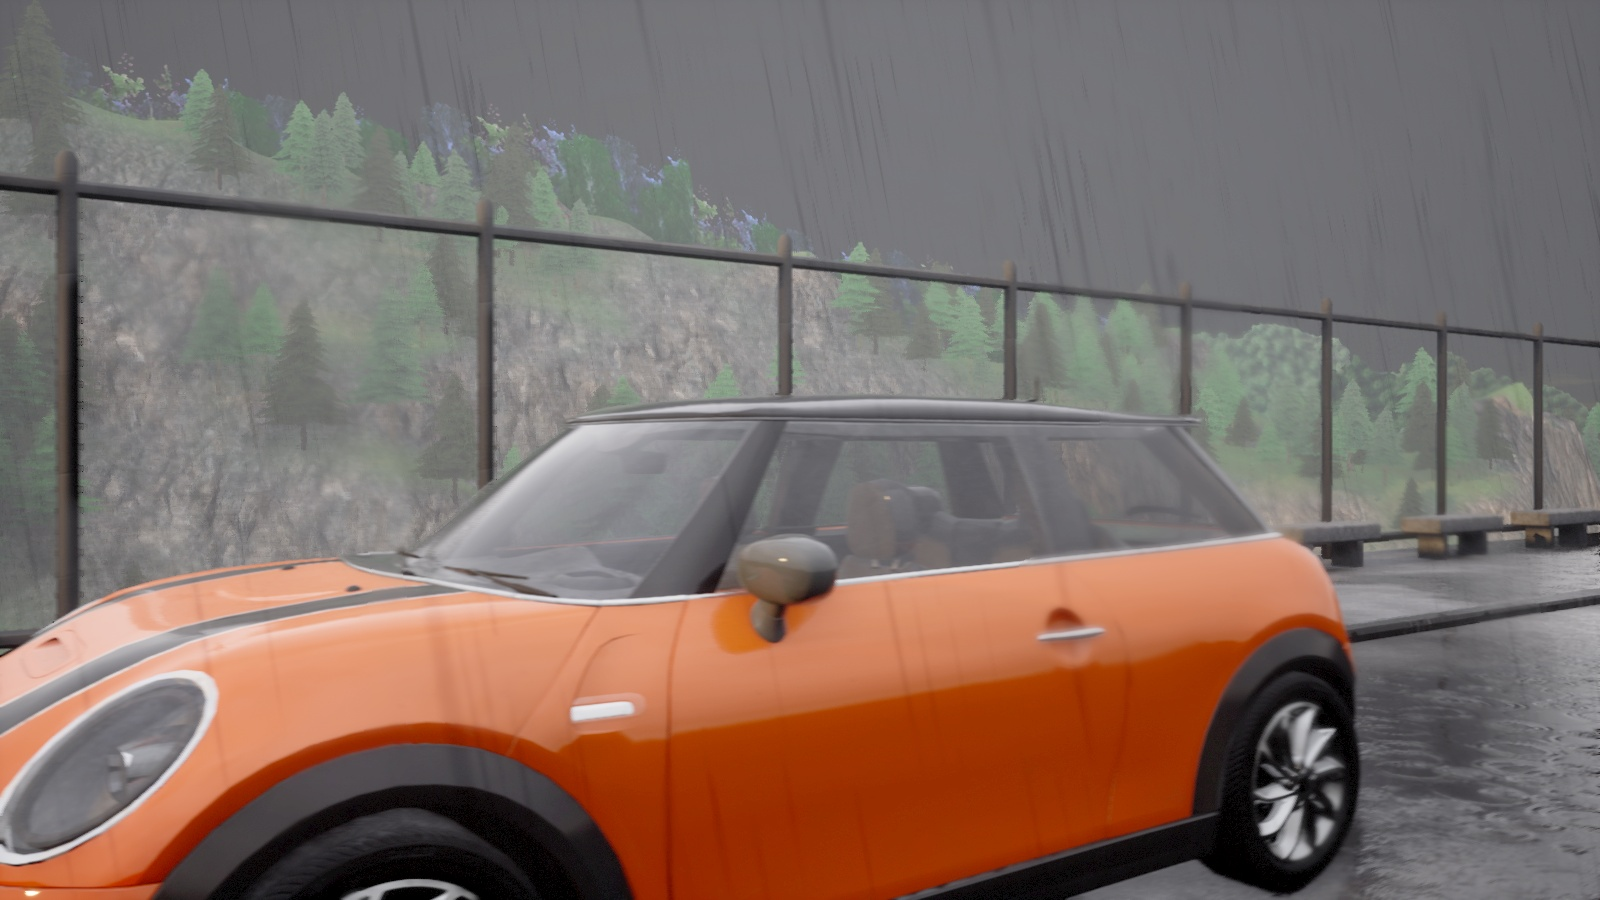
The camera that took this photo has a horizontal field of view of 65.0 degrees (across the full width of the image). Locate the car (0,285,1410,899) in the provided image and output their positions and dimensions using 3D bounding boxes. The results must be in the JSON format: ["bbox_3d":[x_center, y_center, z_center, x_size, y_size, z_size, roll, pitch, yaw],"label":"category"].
[{"bbox_3d":[-0.276,0.605,4.077,4.553,1.767,2.097,0,0,-35],"label":"car"}]
